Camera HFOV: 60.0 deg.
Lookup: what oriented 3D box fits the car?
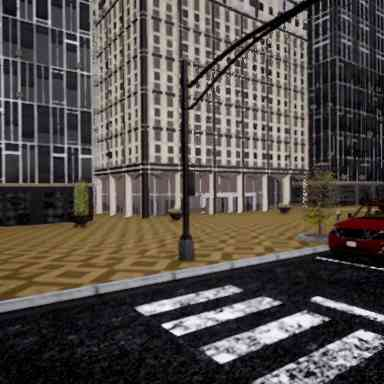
[{"bbox_3d":[6.819,1.221,11.433,5.009,1.841,2.192,-1,0,-36],"label":"car"}]
